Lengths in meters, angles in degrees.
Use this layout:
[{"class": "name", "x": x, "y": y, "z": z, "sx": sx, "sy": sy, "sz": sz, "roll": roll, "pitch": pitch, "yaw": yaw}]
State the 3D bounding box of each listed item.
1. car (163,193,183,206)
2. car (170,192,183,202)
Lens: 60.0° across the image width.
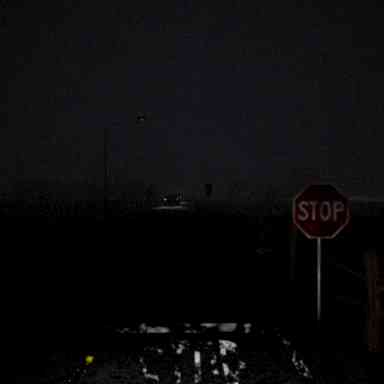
[{"class": "car", "x": -2.735, "y": 0.973, "z": 45.086, "sx": 2.097, "sy": 1.767, "sz": 4.553, "roll": 0, "pitch": 0, "yaw": 0}, {"class": "car", "x": -2.729, "y": 0.902, "z": 59.463, "sx": 2.097, "sy": 1.767, "sz": 4.553, "roll": 0, "pitch": 0, "yaw": 0}]
